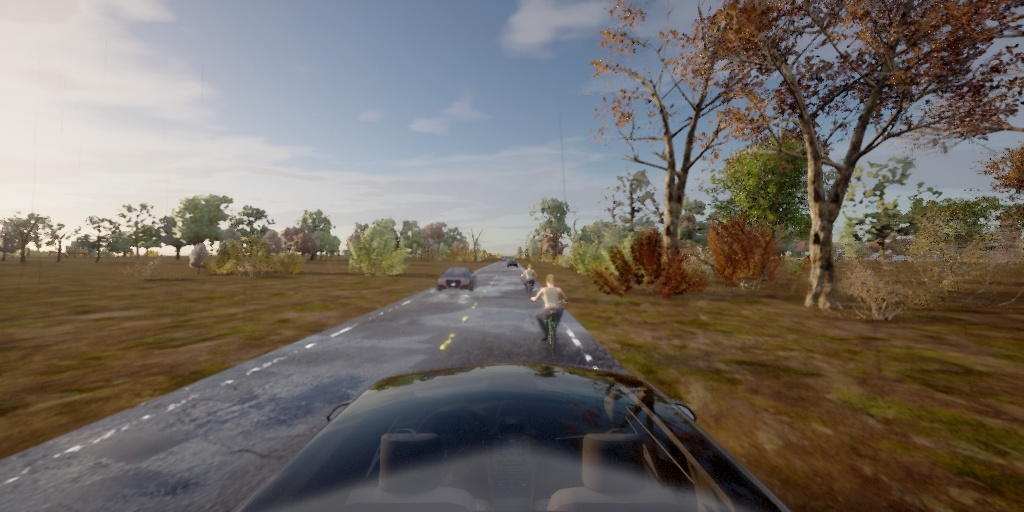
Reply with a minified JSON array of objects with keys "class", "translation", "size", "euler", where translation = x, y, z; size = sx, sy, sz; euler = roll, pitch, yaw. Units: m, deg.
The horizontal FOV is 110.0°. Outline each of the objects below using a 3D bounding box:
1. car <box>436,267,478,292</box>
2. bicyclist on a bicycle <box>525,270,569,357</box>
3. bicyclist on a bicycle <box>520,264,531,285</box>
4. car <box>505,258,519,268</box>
[{"class":"car","translation":[-3.106,1.316,20.992],"size":[1.994,1.385,4.181],"euler":[0,0,0]},{"class":"bicyclist on a bicycle","translation":[0.810,1.184,7.592],"size":[0.866,1.612,1.509],"euler":[-1,0,0]},{"class":"bicyclist on a bicycle","translation":[0.820,1.186,16.826],"size":[0.866,1.612,1.509],"euler":[-1,0,0]},{"class":"car","translation":[0.087,1.262,62.884],"size":[1.837,1.490,4.892],"euler":[0,0,0]}]
